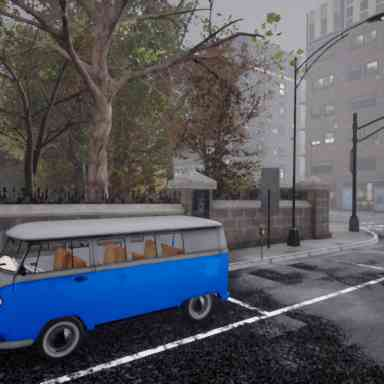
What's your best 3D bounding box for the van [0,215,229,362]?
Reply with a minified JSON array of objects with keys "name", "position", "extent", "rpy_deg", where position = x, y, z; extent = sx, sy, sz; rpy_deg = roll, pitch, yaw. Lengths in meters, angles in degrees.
[{"name":"van","position":[-1.219,1.342,5.621],"extent":[3.998,1.788,1.690],"rpy_deg":[0,1,-35]}]
